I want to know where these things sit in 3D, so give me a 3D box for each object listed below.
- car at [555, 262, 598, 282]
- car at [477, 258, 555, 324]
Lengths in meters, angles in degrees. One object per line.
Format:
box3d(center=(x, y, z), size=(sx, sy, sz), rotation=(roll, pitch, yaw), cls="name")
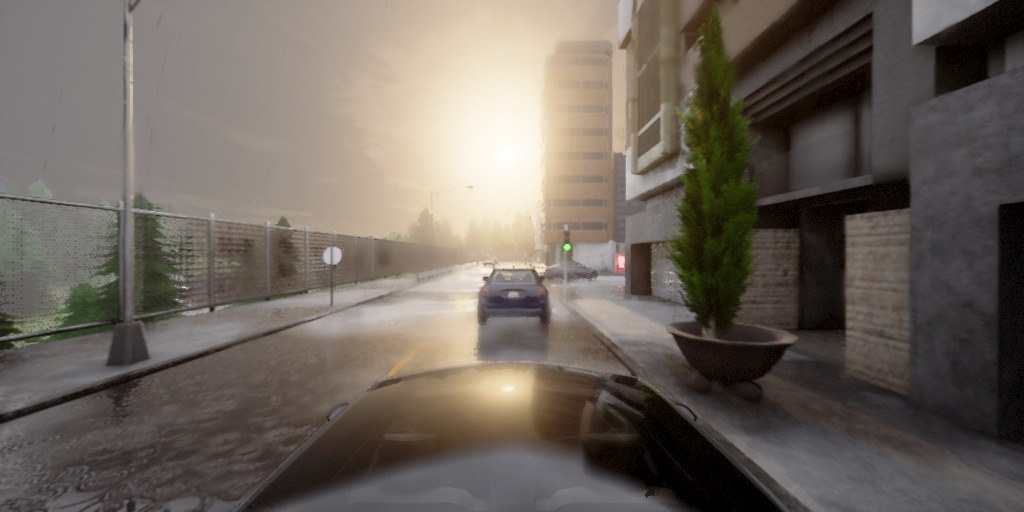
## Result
box3d(center=(4.583, 1.192, 27.594), size=(4.674, 1.442, 1.812), rotation=(0, -1, -37), cls="car")
box3d(center=(0.065, 1.069, 11.991), size=(2.097, 1.767, 4.553), rotation=(0, 0, 0), cls="car")
